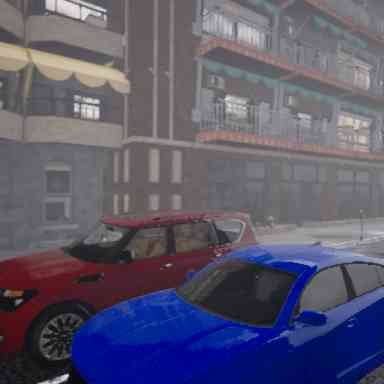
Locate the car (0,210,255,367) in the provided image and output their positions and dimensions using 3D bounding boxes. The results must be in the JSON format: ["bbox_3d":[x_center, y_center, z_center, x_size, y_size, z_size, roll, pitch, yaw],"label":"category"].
[{"bbox_3d":[-0.868,1.300,5.922,5.009,1.841,2.192,0,1,-35],"label":"car"}]

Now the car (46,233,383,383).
[{"bbox_3d":[1.091,1.459,4.156,5.008,1.535,1.882,0,0,-35],"label":"car"}]
